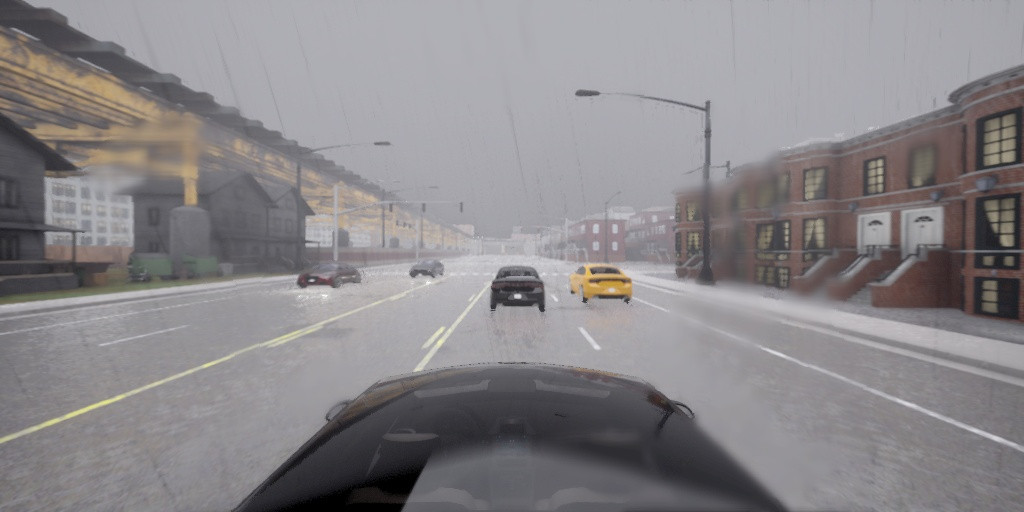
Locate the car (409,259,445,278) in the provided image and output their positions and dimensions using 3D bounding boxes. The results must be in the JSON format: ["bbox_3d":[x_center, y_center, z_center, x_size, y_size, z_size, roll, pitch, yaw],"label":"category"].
[{"bbox_3d":[-6.745,0.969,29.103,2.033,1.411,5.357,0,1,1],"label":"car"}]

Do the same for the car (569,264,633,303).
[{"bbox_3d":[3.725,1.086,15.766,1.882,1.535,5.008,0,1,1],"label":"car"}]

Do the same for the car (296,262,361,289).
[{"bbox_3d":[-10.400,1.066,20.649,1.994,1.385,4.181,0,1,1],"label":"car"}]

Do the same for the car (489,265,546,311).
[{"bbox_3d":[0.205,1.095,13.791,1.882,1.535,5.008,0,1,1],"label":"car"}]
